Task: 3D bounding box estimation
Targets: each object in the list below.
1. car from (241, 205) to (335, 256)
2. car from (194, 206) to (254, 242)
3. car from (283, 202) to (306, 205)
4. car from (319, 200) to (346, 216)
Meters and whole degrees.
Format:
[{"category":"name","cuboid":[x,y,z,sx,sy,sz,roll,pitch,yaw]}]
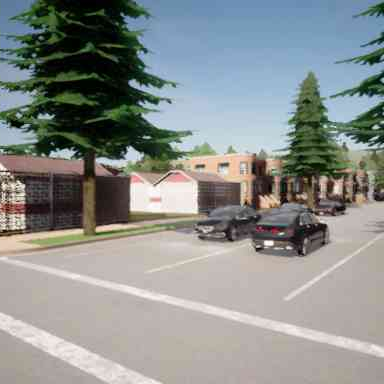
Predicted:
[{"category":"car","cuboid":[3.985,1.467,13.139,1.837,1.490,4.892,0,0,36]},{"category":"car","cuboid":[1.948,1.469,16.434,1.837,1.490,4.892,0,0,35]},{"category":"car","cuboid":[7.285,1.490,23.914,1.812,1.442,4.674,0,0,36]},{"category":"car","cuboid":[13.134,1.511,31.641,2.033,1.411,5.357,0,0,38]}]
